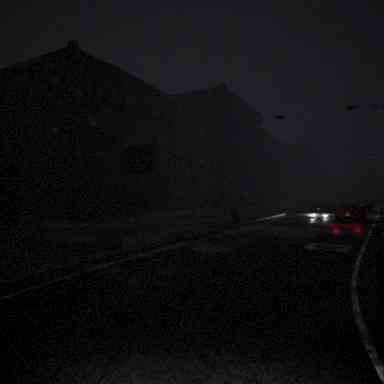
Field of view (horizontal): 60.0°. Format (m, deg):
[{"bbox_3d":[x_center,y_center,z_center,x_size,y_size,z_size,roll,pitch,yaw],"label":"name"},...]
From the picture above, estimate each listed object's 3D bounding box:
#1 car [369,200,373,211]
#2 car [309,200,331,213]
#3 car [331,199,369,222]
[{"bbox_3d":[20.701,1.466,40.145,1.994,1.385,4.181,-1,0,30],"label":"car"},{"bbox_3d":[14.099,1.557,36.205,1.994,1.385,4.181,-1,0,31],"label":"car"},{"bbox_3d":[12.595,1.475,26.353,1.882,1.535,5.008,-1,0,30],"label":"car"}]
